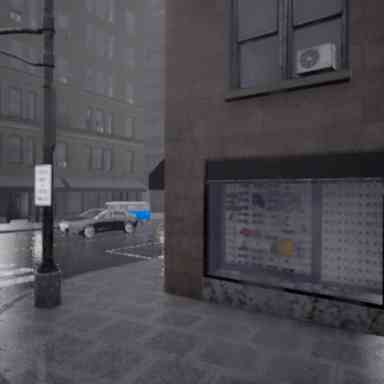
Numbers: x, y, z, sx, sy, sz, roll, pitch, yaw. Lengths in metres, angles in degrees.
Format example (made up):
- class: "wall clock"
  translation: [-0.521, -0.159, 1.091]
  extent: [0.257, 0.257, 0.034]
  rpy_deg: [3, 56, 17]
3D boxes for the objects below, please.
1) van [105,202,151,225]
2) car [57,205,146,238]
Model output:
- class: "van"
  translation: [-4.776, 1.613, 24.344]
  extent: [1.690, 1.788, 3.998]
  rpy_deg: [-1, -1, 35]
- class: "car"
  translation: [-5.260, 1.707, 19.161]
  extent: [2.128, 1.511, 4.902]
  rpy_deg: [0, -1, 35]
